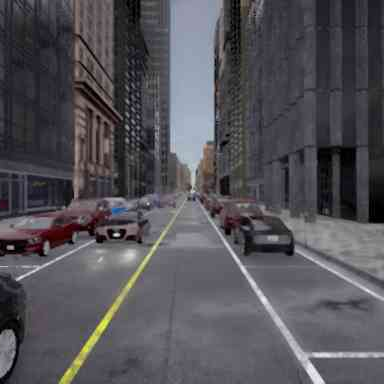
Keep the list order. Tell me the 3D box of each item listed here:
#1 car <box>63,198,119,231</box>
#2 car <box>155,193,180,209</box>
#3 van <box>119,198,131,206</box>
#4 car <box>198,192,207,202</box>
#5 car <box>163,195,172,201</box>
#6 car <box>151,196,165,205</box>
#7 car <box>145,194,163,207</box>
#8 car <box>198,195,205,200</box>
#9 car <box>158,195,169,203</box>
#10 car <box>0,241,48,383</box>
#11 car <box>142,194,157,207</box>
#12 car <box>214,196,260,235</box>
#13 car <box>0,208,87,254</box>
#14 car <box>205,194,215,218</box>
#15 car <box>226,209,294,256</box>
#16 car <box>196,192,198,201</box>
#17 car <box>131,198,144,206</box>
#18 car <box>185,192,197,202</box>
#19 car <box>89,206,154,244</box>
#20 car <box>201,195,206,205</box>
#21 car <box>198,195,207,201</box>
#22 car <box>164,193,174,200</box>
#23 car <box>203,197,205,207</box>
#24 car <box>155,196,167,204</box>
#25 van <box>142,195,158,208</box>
[{"bbox_3d":[-5.867,1.312,18.623,2.192,1.841,5.009,0,0,0],"label":"car"},{"bbox_3d":[-3.045,1.121,42.032,2.097,1.767,4.553,0,0,0],"label":"car"},{"bbox_3d":[-5.874,1.333,24.248,1.690,1.788,3.998,0,0,0],"label":"van"},{"bbox_3d":[2.615,1.237,58.002,2.192,1.841,5.009,1,0,0],"label":"car"},{"bbox_3d":[-5.938,1.422,80.495,1.887,1.381,4.507,1,0,0],"label":"car"},{"bbox_3d":[-5.913,1.481,57.997,2.008,1.369,4.403,1,0,0],"label":"car"},{"bbox_3d":[-5.904,1.257,52.372,2.192,1.841,5.009,1,0,0],"label":"car"},{"bbox_3d":[2.575,1.424,91.750,1.802,1.307,4.206,1,0,0],"label":"car"},{"bbox_3d":[-5.925,1.430,69.076,1.752,1.417,4.829,1,0,0],"label":"car"},{"bbox_3d":[-3.099,1.509,2.525,1.837,1.490,4.892,0,0,0],"label":"car"},{"bbox_3d":[-5.893,1.404,41.122,1.967,1.590,4.097,1,0,0],"label":"car"},{"bbox_3d":[2.658,1.305,18.630,2.192,1.841,5.009,0,0,0],"label":"car"},{"bbox_3d":[-5.863,1.546,12.998,1.887,1.381,4.507,0,0,0],"label":"car"},{"bbox_3d":[2.646,1.291,29.879,2.192,1.841,5.009,1,0,0],"label":"car"},{"bbox_3d":[2.662,1.560,13.005,1.947,1.339,4.313,0,0,0],"label":"car"},{"bbox_3d":[2.603,1.212,69.251,2.192,1.841,5.009,1,0,0],"label":"car"},{"bbox_3d":[-5.882,1.535,29.873,2.008,1.369,4.403,1,0,0],"label":"car"},{"bbox_3d":[-0.079,1.407,73.039,1.812,1.442,4.674,0,0,0],"label":"car"},{"bbox_3d":[-3.102,1.561,15.656,1.994,1.385,4.181,0,0,0],"label":"car"},{"bbox_3d":[2.625,1.490,46.753,1.887,1.381,4.507,1,0,0],"label":"car"},{"bbox_3d":[2.588,1.420,80.500,2.008,1.369,4.403,1,0,0],"label":"car"},{"bbox_3d":[-5.941,1.178,86.119,2.192,1.841,5.009,1,0,0],"label":"car"},{"bbox_3d":[2.632,1.539,41.129,1.802,1.307,4.206,1,0,0],"label":"car"},{"bbox_3d":[-5.919,1.462,63.621,1.887,1.381,4.507,1,0,0],"label":"car"},{"bbox_3d":[-5.898,1.294,46.747,1.690,1.788,3.998,1,0,0],"label":"van"}]
